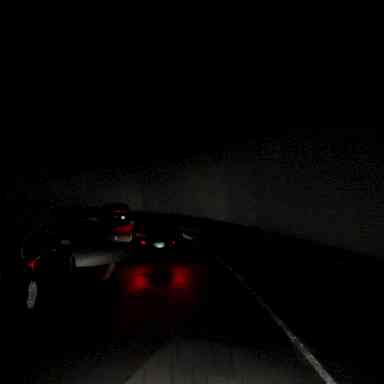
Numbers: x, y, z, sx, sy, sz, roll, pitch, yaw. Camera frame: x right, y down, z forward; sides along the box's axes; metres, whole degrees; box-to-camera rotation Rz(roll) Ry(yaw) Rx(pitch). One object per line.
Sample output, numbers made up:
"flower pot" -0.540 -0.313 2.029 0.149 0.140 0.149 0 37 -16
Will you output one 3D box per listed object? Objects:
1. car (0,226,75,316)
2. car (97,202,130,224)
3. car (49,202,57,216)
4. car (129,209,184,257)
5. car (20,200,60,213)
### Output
"car" -4.014 1.534 7.435 1.837 1.490 4.892 0 0 -6
"car" -6.136 1.592 26.179 1.837 1.490 4.892 1 0 -28
"car" -15.137 1.626 32.618 1.837 1.490 4.892 1 -1 -42
"car" -1.462 1.567 13.148 1.812 1.442 4.674 0 0 -10
"car" -18.497 1.697 40.299 5.357 1.411 2.033 0 0 36
